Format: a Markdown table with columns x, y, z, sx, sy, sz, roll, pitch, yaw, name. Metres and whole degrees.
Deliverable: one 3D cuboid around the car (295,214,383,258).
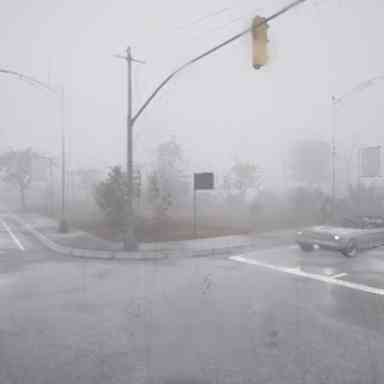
| x | y | z | sx | sy | sz | roll | pitch | yaw | name |
| --- | --- | --- | --- | --- | --- | --- | --- | --- | --- |
| 6.045 | 1.544 | 12.610 | 4.718 | 1.301 | 1.895 | 0 | 0 | -35 | car |
